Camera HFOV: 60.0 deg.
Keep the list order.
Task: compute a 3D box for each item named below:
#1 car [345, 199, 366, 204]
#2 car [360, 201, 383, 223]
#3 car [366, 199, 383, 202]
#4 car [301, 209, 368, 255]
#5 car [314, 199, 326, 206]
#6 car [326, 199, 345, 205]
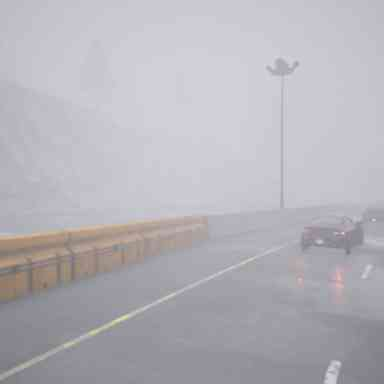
[{"bbox_3d":[30.081,1.959,59.445,5.008,1.535,1.882,0,0,-37],"label":"car"},{"bbox_3d":[14.283,1.718,25.098,1.837,1.490,4.892,0,0,40],"label":"car"},{"bbox_3d":[32.164,1.982,56.614,4.892,1.490,1.837,0,0,-36],"label":"car"},{"bbox_3d":[5.979,1.632,14.013,1.812,1.442,4.674,0,0,35],"label":"car"},{"bbox_3d":[26.152,2.031,65.250,5.357,1.411,2.033,1,0,-37],"label":"car"},{"bbox_3d":[28.062,2.027,62.322,5.357,1.411,2.033,0,0,-37],"label":"car"}]
